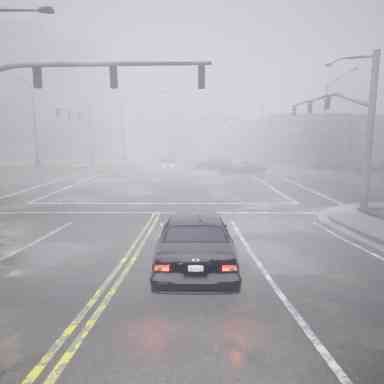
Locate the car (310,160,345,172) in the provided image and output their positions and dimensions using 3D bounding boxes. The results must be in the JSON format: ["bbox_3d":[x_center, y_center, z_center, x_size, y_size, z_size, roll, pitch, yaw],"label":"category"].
[{"bbox_3d":[15.818,-2.949,37.370,4.718,1.301,1.895,0,9,0],"label":"car"}]

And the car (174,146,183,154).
[{"bbox_3d":[-3.441,-8.516,71.208,2.033,1.411,5.357,0,9,0],"label":"car"}]

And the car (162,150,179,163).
[{"bbox_3d":[-3.553,-5.306,51.535,2.033,1.411,5.357,0,9,0],"label":"car"}]

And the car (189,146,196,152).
[{"bbox_3d":[0.075,-11.806,91.155,1.994,1.385,4.181,0,9,0],"label":"car"}]

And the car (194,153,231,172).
[{"bbox_3d":[2.516,-3.202,37.382,4.553,1.767,2.097,0,9,0],"label":"car"}]

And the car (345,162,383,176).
[{"bbox_3d":[18.681,-2.385,33.903,4.718,1.301,1.895,0,9,0],"label":"car"}]

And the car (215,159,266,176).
[{"bbox_3d":[5.024,-2.392,33.954,4.718,1.301,1.895,0,9,0],"label":"car"}]

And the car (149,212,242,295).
[{"bbox_3d":[0.081,1.217,8.409,2.033,1.411,5.357,0,4,0],"label":"car"}]

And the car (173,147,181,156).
[{"bbox_3d":[-3.517,-6.892,61.013,1.837,1.490,4.892,0,9,0],"label":"car"}]

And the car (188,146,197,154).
[{"bbox_3d":[0.067,-10.320,81.096,2.097,1.767,4.553,0,9,0],"label":"car"}]
